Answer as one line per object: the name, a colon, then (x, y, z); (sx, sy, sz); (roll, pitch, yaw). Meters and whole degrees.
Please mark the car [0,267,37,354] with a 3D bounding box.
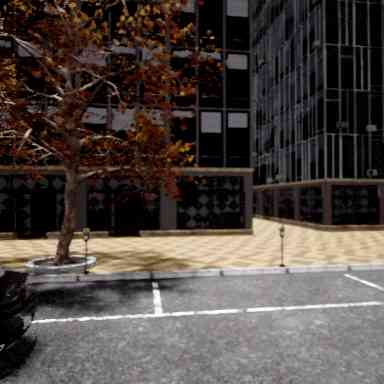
car: (-4.759, 1.614, 4.434); (4.892, 1.490, 1.837); (0, -1, -8)
